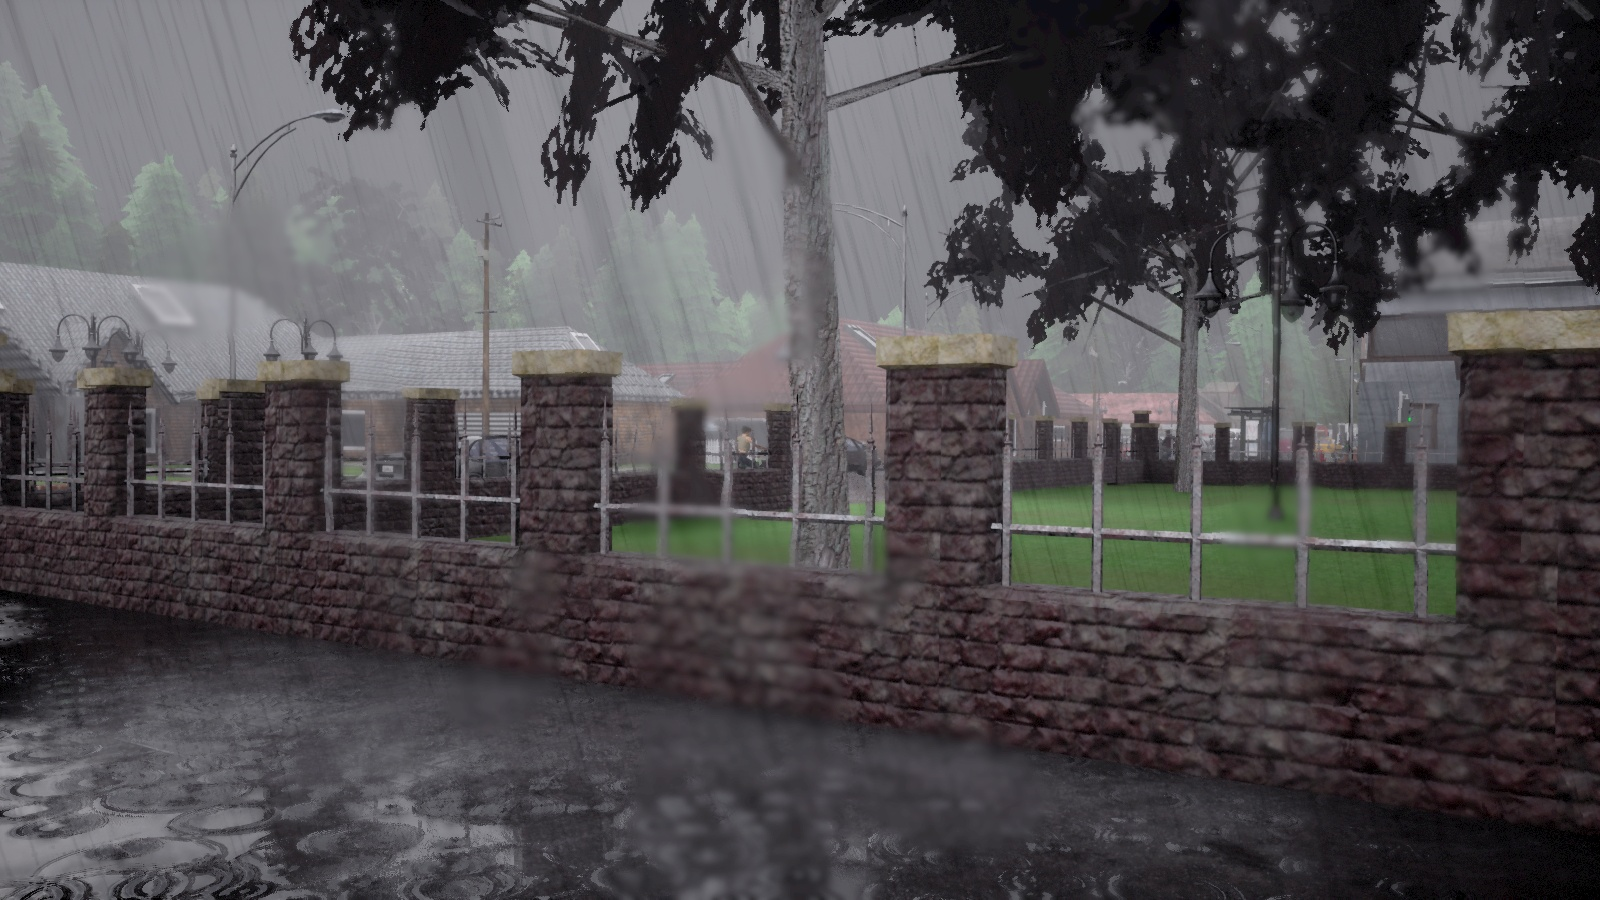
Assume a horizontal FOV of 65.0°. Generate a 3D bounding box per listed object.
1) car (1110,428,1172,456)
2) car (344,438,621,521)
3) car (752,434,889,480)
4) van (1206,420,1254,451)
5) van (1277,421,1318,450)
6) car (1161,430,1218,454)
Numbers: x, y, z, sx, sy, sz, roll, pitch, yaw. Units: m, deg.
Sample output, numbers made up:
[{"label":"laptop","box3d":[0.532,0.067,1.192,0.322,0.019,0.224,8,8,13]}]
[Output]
[{"label":"car","box3d":[19.229,-0.460,70.638,2.007,1.525,4.514,0,1,34]},{"label":"car","box3d":[-6.040,0.496,24.689,2.033,1.411,5.357,0,1,32]},{"label":"car","box3d":[0.779,0.190,42.592,2.033,1.411,5.357,0,1,34]},{"label":"van","box3d":[29.658,-0.996,86.589,2.069,2.038,4.480,0,1,33]},{"label":"van","box3d":[34.197,-1.003,86.217,1.775,1.987,4.442,0,1,33]},{"label":"car","box3d":[24.409,-0.515,78.576,2.033,1.411,5.357,0,1,33]}]
